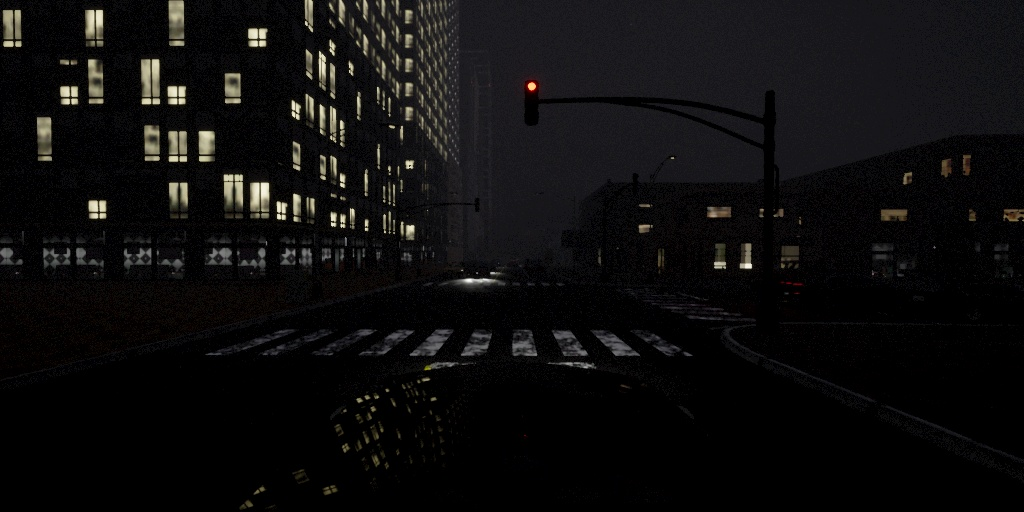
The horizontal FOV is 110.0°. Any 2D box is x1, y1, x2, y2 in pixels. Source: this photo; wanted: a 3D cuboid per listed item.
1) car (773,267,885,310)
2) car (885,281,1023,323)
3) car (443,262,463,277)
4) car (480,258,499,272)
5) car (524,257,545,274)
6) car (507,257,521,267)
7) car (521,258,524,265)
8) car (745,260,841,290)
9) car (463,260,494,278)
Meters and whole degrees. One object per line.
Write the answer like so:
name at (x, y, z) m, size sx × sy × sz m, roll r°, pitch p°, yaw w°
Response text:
car at (14.176, 1.413, 15.278) m, size 4.902 × 1.511 × 2.128 m, roll 0°, pitch 1°, yaw 1°
car at (16.434, 1.549, 12.640) m, size 4.313 × 1.339 × 1.948 m, roll 0°, pitch 0°, yaw 1°
car at (-5.757, 1.267, 35.590) m, size 1.751 × 1.417 × 4.829 m, roll 0°, pitch 0°, yaw 0°
car at (-3.004, 1.304, 44.622) m, size 1.994 × 1.385 × 4.181 m, roll 0°, pitch 0°, yaw 0°
car at (2.774, 1.180, 41.331) m, size 1.967 × 1.591 × 4.097 m, roll 0°, pitch 0°, yaw 0°
car at (0.133, 1.301, 63.834) m, size 1.994 × 1.385 × 4.181 m, roll 0°, pitch 0°, yaw 0°
car at (2.798, 1.053, 52.619) m, size 2.192 × 1.841 × 5.009 m, roll 0°, pitch 0°, yaw 0°
car at (16.559, 1.166, 21.019) m, size 5.009 × 1.841 × 2.192 m, roll 0°, pitch 0°, yaw 1°
car at (-3.035, 1.306, 33.164) m, size 1.994 × 1.385 × 4.181 m, roll 0°, pitch 0°, yaw 0°
